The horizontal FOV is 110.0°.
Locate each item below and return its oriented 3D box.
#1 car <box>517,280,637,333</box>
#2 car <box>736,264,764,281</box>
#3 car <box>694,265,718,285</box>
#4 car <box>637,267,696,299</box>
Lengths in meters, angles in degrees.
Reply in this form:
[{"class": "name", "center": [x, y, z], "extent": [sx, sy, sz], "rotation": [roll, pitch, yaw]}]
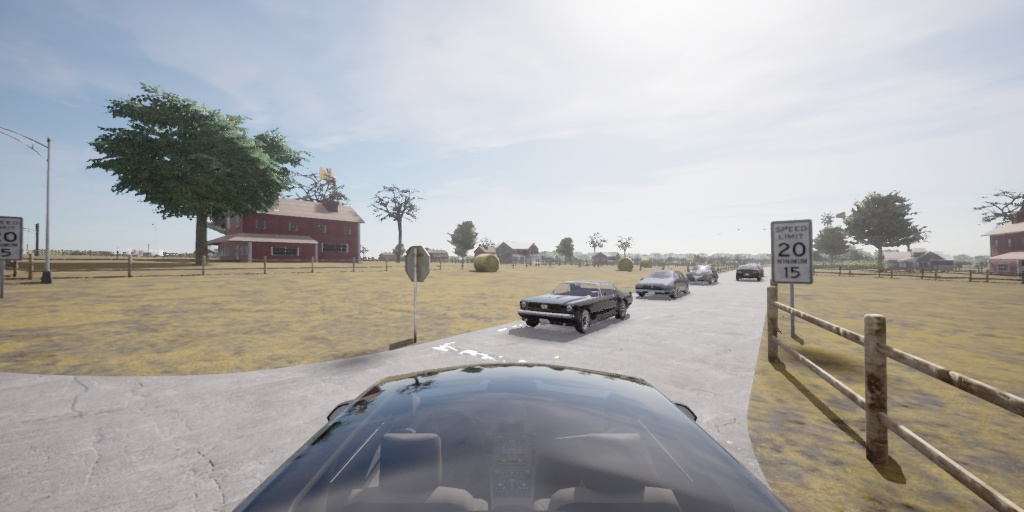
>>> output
[{"class": "car", "center": [2.185, 1.463, 11.463], "extent": [1.895, 1.301, 4.718], "rotation": [-1, -1, 37]}, {"class": "car", "center": [23.018, 1.575, 34.819], "extent": [1.882, 1.535, 5.008], "rotation": [-1, -1, 37]}, {"class": "car", "center": [16.054, 1.556, 30.241], "extent": [2.128, 1.511, 4.902], "rotation": [-1, -1, 36]}, {"class": "car", "center": [8.583, 1.500, 20.129], "extent": [2.033, 1.411, 5.357], "rotation": [-1, -1, 36]}]
